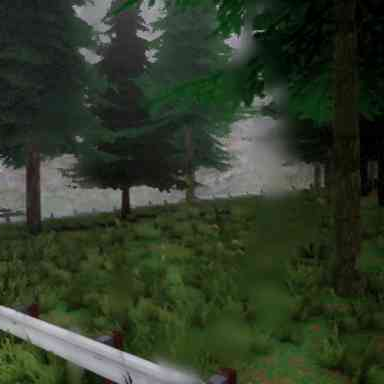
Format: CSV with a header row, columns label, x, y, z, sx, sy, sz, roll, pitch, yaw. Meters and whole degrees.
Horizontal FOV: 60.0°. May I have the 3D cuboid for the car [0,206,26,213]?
label,x,y,z,sx,sy,sz,roll,pitch,yaw
car,-14.474,1.846,24.869,1.837,1.490,4.892,-8,-1,45
